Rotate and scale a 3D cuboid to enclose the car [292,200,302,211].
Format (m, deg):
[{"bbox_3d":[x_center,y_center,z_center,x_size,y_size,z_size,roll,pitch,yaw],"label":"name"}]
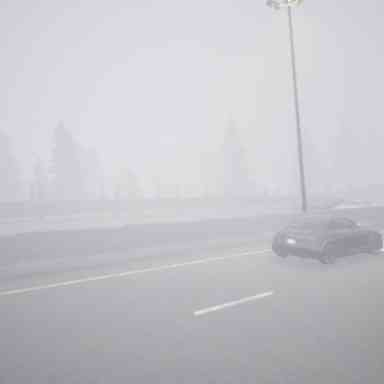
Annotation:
[{"bbox_3d":[12.303,1.244,34.143,4.674,1.442,1.812,0,0,-35],"label":"car"}]

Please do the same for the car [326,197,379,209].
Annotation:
[{"bbox_3d":[12.906,1.284,26.023,4.674,1.442,1.812,-1,0,-35],"label":"car"}]

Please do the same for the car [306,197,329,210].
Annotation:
[{"bbox_3d":[12.557,1.216,30.050,5.008,1.535,1.882,0,0,-35],"label":"car"}]

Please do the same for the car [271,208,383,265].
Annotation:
[{"bbox_3d":[4.675,1.468,11.379,4.181,1.385,1.994,-1,0,-35],"label":"car"}]
